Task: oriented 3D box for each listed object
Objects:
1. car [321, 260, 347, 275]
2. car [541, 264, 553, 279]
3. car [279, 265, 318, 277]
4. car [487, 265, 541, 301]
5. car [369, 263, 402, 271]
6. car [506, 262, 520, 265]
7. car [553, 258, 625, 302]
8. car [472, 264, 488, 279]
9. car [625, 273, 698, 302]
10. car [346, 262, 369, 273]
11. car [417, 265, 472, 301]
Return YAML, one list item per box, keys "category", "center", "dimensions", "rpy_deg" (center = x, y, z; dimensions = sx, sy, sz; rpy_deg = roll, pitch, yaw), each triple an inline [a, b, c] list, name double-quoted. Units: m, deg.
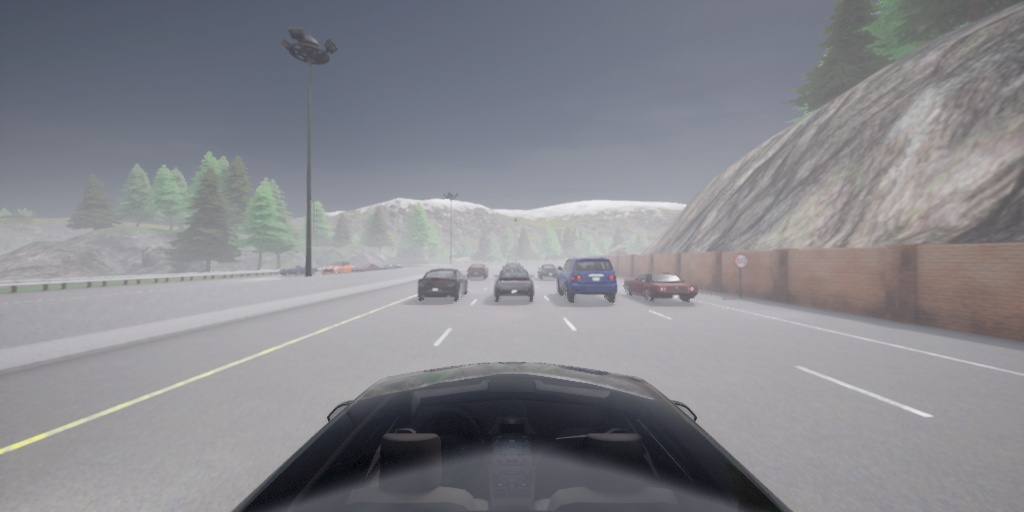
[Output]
- category: "car"
  center: [-21.052, 1.440, 43.348]
  dimensions: [2.097, 1.767, 4.553]
  rpy_deg: [0, -1, 1]
- category: "car"
  center: [3.600, 1.554, 35.860]
  dimensions: [1.812, 1.442, 4.674]
  rpy_deg: [0, 0, 0]
- category: "car"
  center: [-24.584, 1.673, 41.427]
  dimensions: [1.895, 1.301, 4.718]
  rpy_deg: [0, 0, 0]
- category: "car"
  center: [0.099, 1.375, 18.163]
  dimensions: [2.128, 1.511, 4.902]
  rpy_deg: [0, 0, 0]
- category: "car"
  center: [-14.097, 1.618, 41.220]
  dimensions: [2.033, 1.411, 5.357]
  rpy_deg: [0, 0, 0]
- category: "car"
  center: [0.100, 1.369, 34.529]
  dimensions: [2.097, 1.767, 4.553]
  rpy_deg: [0, 0, 0]
- category: "car"
  center: [3.601, 1.104, 18.006]
  dimensions: [2.150, 2.045, 5.566]
  rpy_deg: [0, 0, 0]
- category: "car"
  center: [-3.401, 1.510, 36.379]
  dimensions: [1.882, 1.535, 5.008]
  rpy_deg: [0, 0, 0]
- category: "car"
  center: [7.100, 1.482, 17.727]
  dimensions: [1.895, 1.301, 4.718]
  rpy_deg: [0, 0, 0]
- category: "car"
  center: [-17.561, 1.564, 43.200]
  dimensions: [1.882, 1.535, 5.008]
  rpy_deg: [0, -1, 1]
- category: "car"
  center: [-3.399, 1.363, 18.348]
  dimensions: [1.882, 1.535, 5.008]
  rpy_deg: [0, 0, 0]
